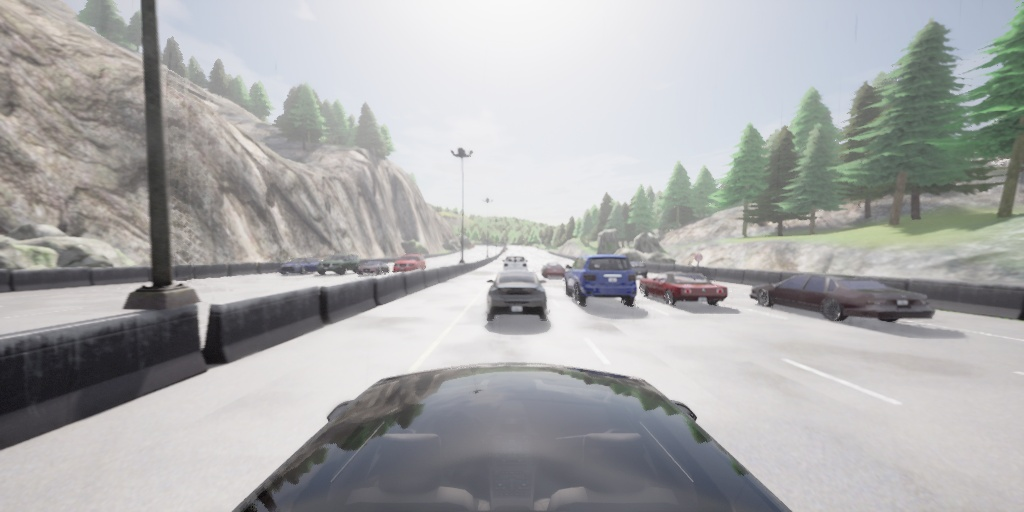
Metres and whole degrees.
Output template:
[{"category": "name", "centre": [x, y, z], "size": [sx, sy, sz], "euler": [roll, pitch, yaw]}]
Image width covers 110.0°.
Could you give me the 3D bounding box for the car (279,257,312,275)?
[{"category": "car", "centre": [-20.804, 0.941, 35.499], "size": [2.097, 1.767, 4.553], "euler": [0, 0, 1]}]

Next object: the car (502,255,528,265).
[{"category": "car", "centre": [0.290, 0.900, 32.379], "size": [2.150, 2.045, 5.566], "euler": [0, 0, 0]}]

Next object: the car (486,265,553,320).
[{"category": "car", "centre": [0.160, 1.230, 12.440], "size": [1.837, 1.490, 4.892], "euler": [0, 0, 0]}]

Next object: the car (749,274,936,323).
[{"category": "car", "centre": [10.659, 1.314, 12.274], "size": [2.033, 1.411, 5.357], "euler": [0, 0, 0]}]

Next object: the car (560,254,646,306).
[{"category": "car", "centre": [3.682, 0.953, 15.747], "size": [2.150, 2.045, 5.566], "euler": [0, 0, 0]}]

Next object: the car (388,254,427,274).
[{"category": "car", "centre": [-10.285, 0.843, 36.510], "size": [2.150, 2.045, 5.566], "euler": [0, 0, 0]}]

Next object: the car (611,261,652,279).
[{"category": "car", "centre": [10.791, 1.210, 32.704], "size": [2.128, 1.511, 4.902], "euler": [0, 0, 0]}]

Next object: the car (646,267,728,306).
[{"category": "car", "centre": [7.181, 1.346, 15.690], "size": [1.895, 1.301, 4.718], "euler": [0, 0, 0]}]

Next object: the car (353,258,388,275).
[{"category": "car", "centre": [-13.796, 1.180, 36.008], "size": [1.994, 1.385, 4.181], "euler": [0, 0, 1]}]

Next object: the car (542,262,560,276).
[{"category": "car", "centre": [3.796, 1.254, 33.468], "size": [1.994, 1.385, 4.181], "euler": [0, 0, 0]}]

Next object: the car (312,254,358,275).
[{"category": "car", "centre": [-17.292, 0.827, 36.123], "size": [2.150, 2.045, 5.566], "euler": [0, 0, 1]}]
